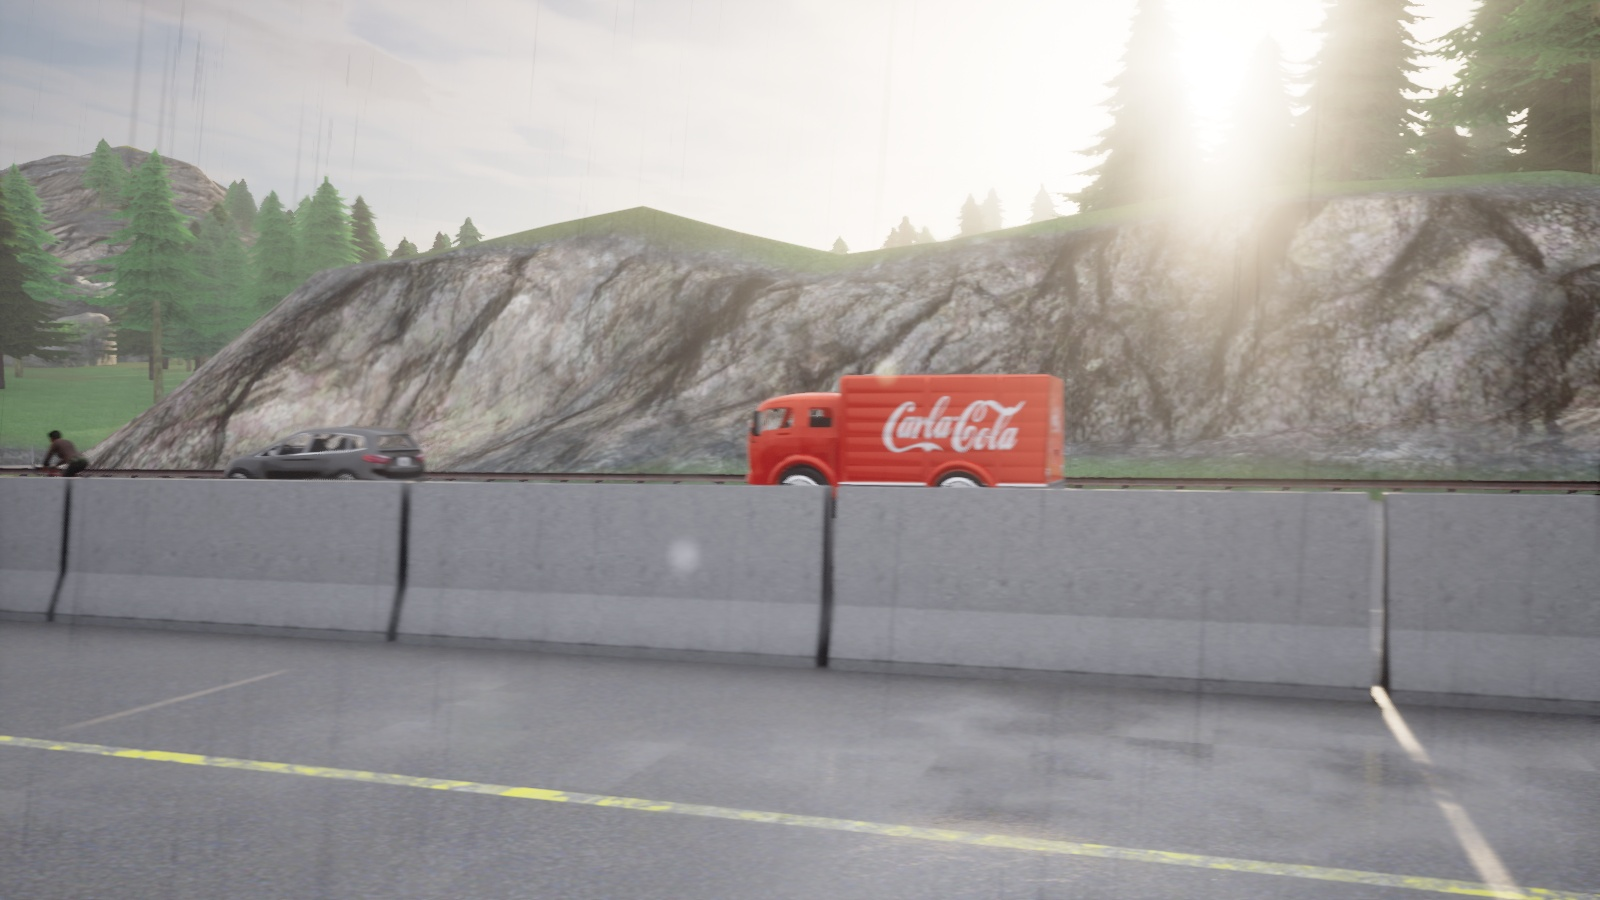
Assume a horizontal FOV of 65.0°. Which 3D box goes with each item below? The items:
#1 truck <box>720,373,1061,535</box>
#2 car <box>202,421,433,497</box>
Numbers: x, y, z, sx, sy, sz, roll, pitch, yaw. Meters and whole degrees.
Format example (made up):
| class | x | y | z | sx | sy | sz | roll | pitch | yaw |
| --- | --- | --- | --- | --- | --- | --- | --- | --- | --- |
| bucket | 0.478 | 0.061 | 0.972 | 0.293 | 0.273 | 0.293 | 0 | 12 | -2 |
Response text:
| class | x | y | z | sx | sy | sz | roll | pitch | yaw |
| --- | --- | --- | --- | --- | --- | --- | --- | --- | --- |
| truck | 1.579 | 0.011 | 21.117 | 5.204 | 2.467 | 2.627 | 1 | 1 | 19 |
| car | -11.150 | 0.163 | 29.097 | 4.611 | 1.667 | 2.242 | 1 | 1 | 19 |
